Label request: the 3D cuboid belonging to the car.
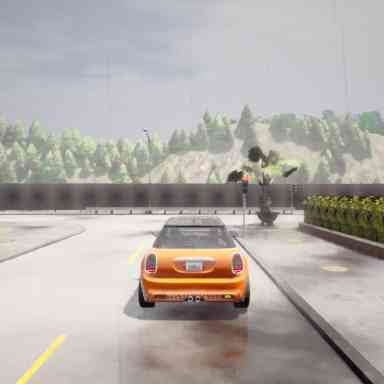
[{"bbox_3d":[0.056,1.352,8.091,2.097,1.767,4.553,0,0,0],"label":"car"}]
